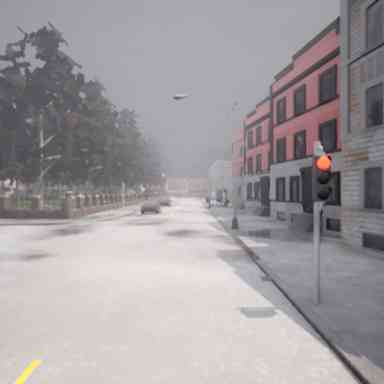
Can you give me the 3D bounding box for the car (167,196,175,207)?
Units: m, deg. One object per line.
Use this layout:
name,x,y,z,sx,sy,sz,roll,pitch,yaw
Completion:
car,-4.091,1.546,50.281,2.033,1.411,5.357,0,0,0

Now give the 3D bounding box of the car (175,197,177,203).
car,-4.019,1.534,67.998,1.812,1.442,4.674,0,0,0

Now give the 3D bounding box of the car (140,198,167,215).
car,-4.106,1.546,34.411,2.033,1.411,5.357,0,0,0
